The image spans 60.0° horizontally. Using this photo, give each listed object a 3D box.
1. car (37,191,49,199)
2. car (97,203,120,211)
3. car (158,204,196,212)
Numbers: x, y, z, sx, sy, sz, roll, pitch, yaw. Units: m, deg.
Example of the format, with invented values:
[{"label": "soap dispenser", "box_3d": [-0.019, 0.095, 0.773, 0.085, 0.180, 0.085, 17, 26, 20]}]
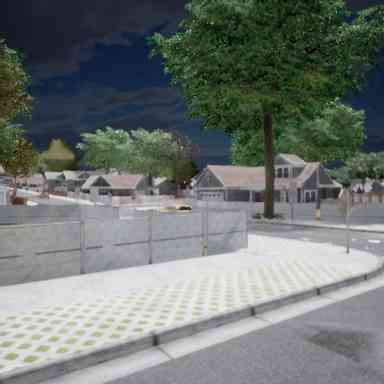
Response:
[{"label": "car", "box_3d": [-37.052, 0.649, 82.847, 2.097, 1.767, 4.553, 0, 2, -35]}, {"label": "car", "box_3d": [-10.489, 2.054, 40.423, 1.895, 1.301, 4.718, 0, 0, -35]}, {"label": "car", "box_3d": [-0.883, 1.741, 26.625, 1.882, 1.535, 5.008, 0, 0, -35]}]
